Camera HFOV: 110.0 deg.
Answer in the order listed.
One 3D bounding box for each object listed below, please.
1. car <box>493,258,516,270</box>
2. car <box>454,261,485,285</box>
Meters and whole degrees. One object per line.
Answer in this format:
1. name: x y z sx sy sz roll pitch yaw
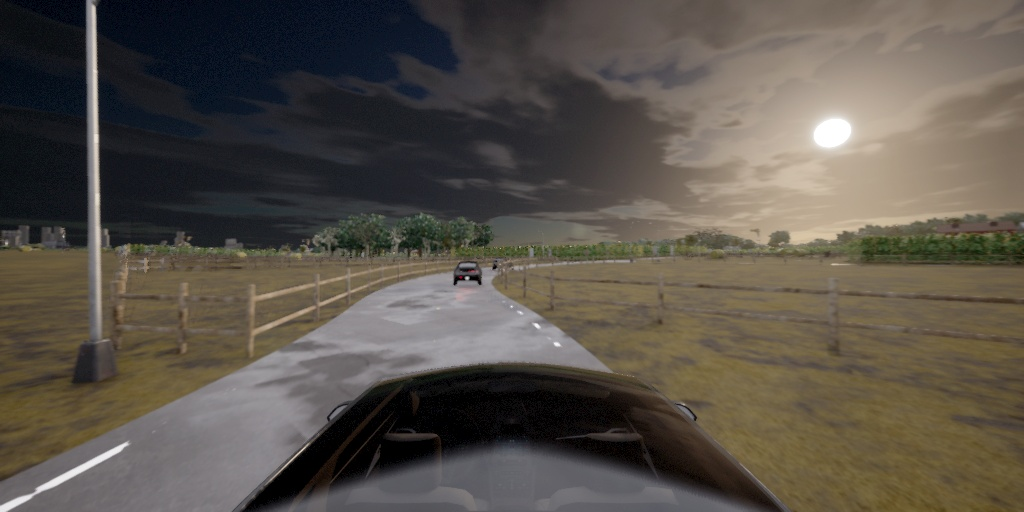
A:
1. car: -0.904 0.931 43.651 1.837 1.490 4.892 -1 0 16
2. car: -2.979 1.109 24.874 1.837 1.490 4.892 -1 1 -4
